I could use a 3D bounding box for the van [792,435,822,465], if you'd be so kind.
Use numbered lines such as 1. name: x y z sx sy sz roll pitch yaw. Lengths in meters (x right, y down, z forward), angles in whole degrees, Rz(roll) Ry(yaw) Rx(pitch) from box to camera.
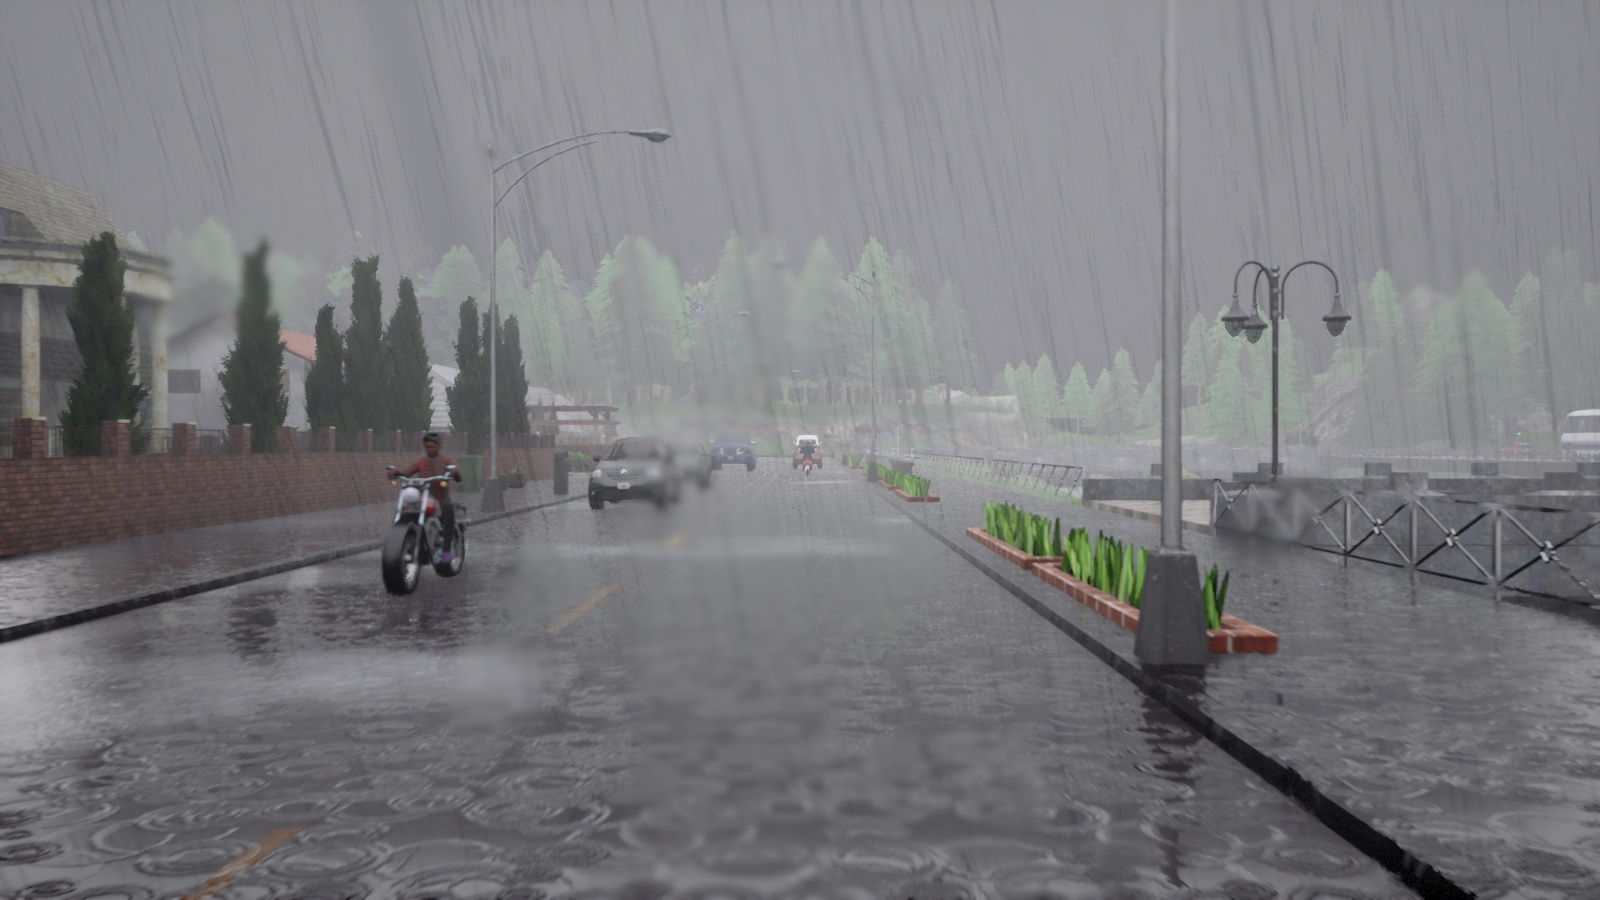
1. van: 0.527 -0.031 88.880 2.069 2.038 4.480 0 0 0

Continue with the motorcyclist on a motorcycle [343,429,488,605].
1. motorcyclist on a motorcycle: -3.910 0.620 12.987 0.766 1.649 2.350 0 0 0

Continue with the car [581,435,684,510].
1. car: -3.817 0.477 29.210 1.851 1.617 3.988 0 0 0

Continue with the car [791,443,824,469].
1. car: 0.437 0.348 73.291 1.845 1.501 3.633 0 0 0

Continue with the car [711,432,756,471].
1. car: -3.590 0.076 68.655 2.150 2.045 5.566 0 0 0

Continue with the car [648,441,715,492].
1. car: -3.753 0.495 40.249 1.789 1.549 3.705 0 0 0
